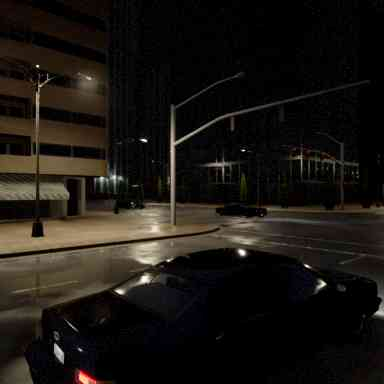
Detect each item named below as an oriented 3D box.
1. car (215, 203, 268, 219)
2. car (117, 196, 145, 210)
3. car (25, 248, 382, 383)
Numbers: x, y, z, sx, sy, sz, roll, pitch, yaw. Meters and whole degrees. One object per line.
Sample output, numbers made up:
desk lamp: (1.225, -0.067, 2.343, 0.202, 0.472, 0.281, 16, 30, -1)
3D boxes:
car: (4.430, 1.656, 29.907, 4.718, 1.301, 1.895, 0, 0, 45)
car: (-8.086, 1.406, 43.475, 2.097, 1.767, 4.553, 0, 0, -42)
car: (0.696, 1.547, 4.703, 5.357, 1.411, 2.033, 0, 0, -39)
